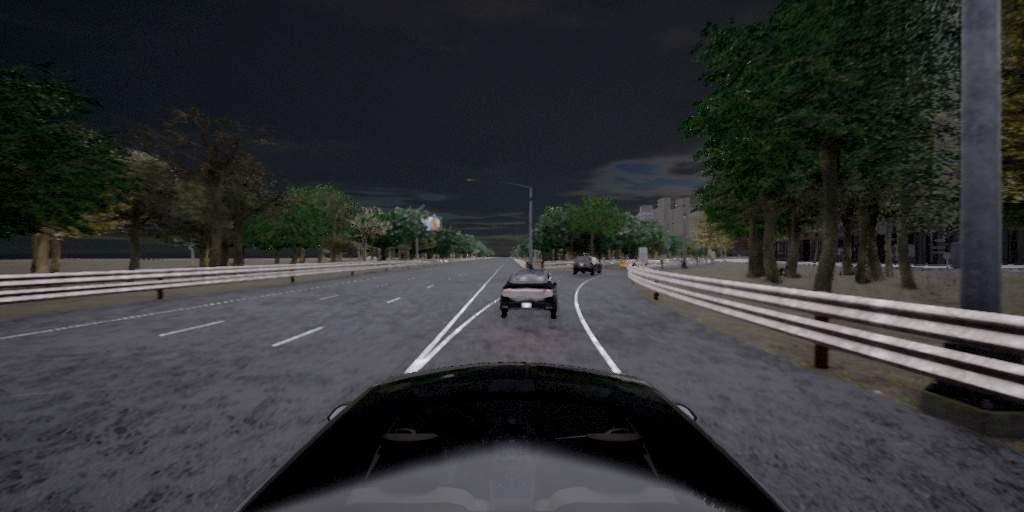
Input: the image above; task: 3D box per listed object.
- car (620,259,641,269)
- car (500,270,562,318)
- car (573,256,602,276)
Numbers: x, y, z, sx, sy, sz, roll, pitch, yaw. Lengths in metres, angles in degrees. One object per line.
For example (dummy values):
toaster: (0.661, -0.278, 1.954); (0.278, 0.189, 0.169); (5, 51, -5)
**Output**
car: (18.232, 1.260, 54.954); (1.882, 1.535, 5.008); (0, 0, 38)
car: (0.749, 1.251, 13.083); (2.128, 1.511, 4.902); (0, 0, 7)
car: (8.251, 1.007, 38.900); (2.150, 2.045, 5.566); (0, 0, 26)
